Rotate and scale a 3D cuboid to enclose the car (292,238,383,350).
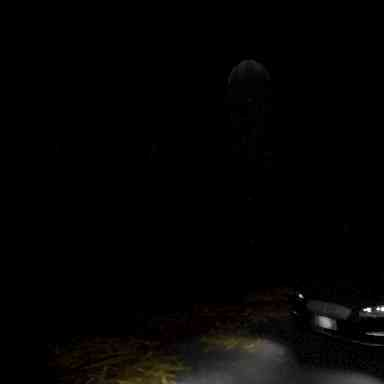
[{"bbox_3d":[3.922,1.702,6.518,4.902,1.511,2.128,0,-4,-38],"label":"car"}]
